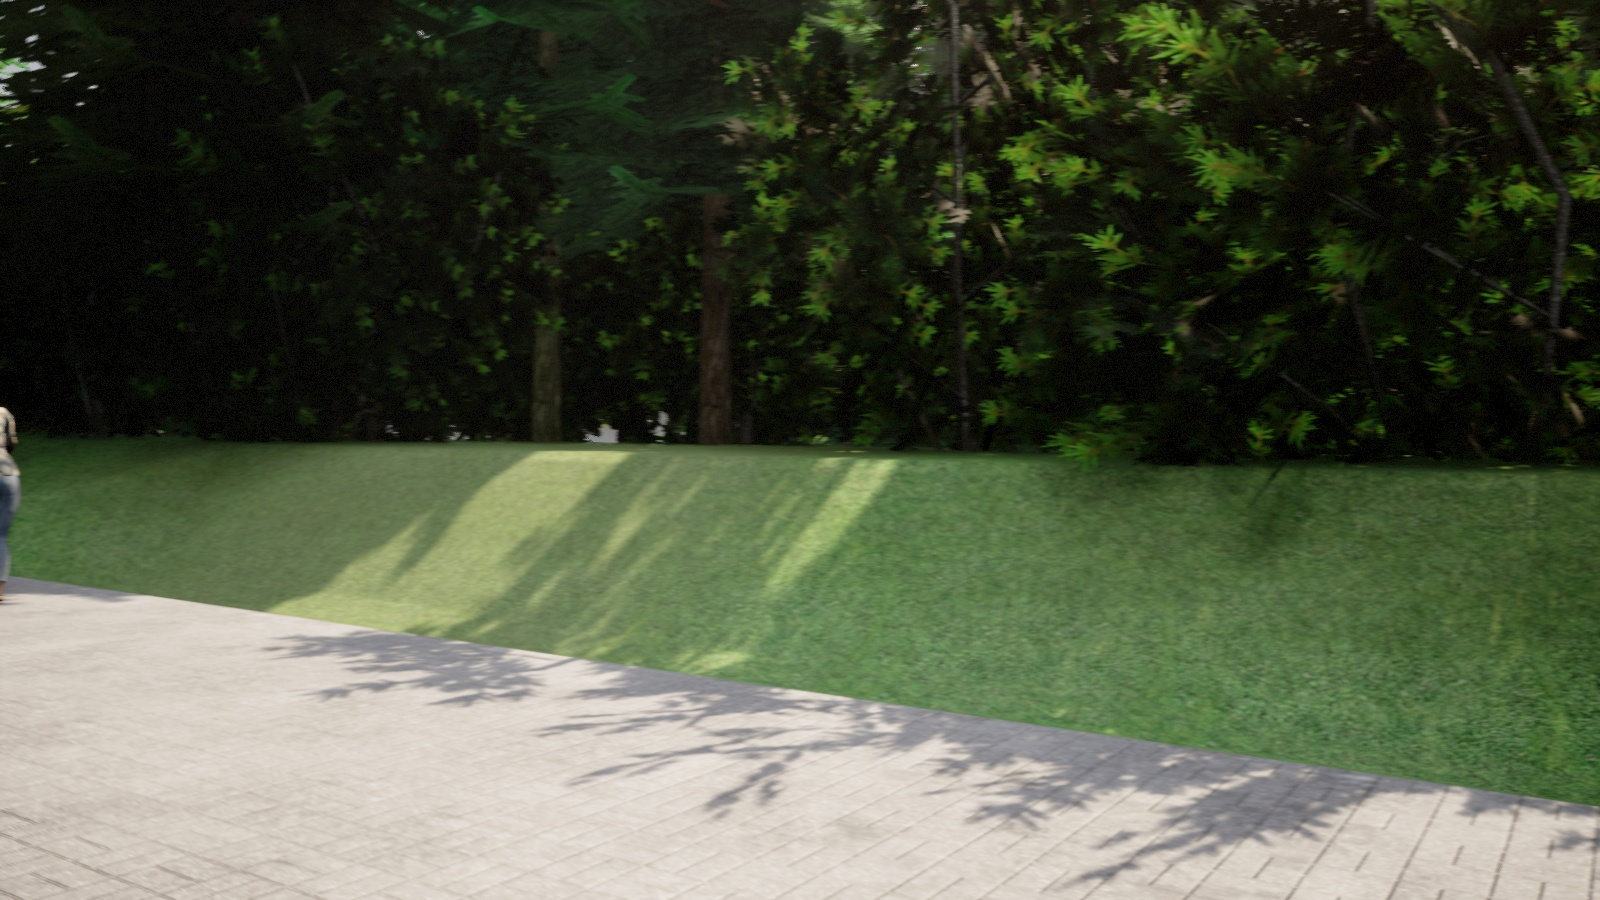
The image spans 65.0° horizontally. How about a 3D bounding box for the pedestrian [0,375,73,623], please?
[{"bbox_3d":[-6.331,0.367,9.725,0.900,1.855,0.874,0,1,33],"label":"pedestrian"}]
